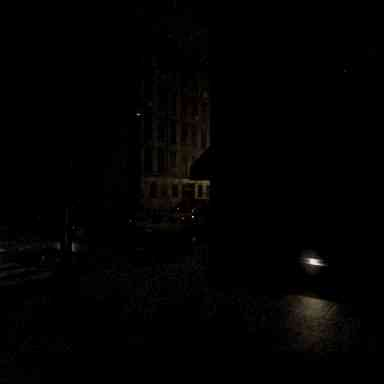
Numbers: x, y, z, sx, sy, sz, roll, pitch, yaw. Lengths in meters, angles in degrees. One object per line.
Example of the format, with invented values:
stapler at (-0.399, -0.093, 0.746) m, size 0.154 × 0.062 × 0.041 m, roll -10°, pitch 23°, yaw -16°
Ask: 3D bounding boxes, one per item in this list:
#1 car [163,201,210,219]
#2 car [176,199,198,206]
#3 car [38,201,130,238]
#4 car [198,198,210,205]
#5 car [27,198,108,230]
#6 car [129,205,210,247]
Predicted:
car at (-0.394, 1.522, 28.956) m, size 1.947 × 1.339 × 4.313 m, roll 0°, pitch 0°, yaw 36°
car at (0.613, 1.322, 25.992) m, size 2.097 × 1.767 × 4.553 m, roll 0°, pitch 0°, yaw 35°
car at (-5.222, 1.457, 17.823) m, size 1.882 × 1.535 × 5.008 m, roll 0°, pitch 0°, yaw 34°
car at (2.833, 1.314, 19.662) m, size 2.192 × 1.841 × 5.009 m, roll 0°, pitch 0°, yaw 36°
car at (-6.994, 1.282, 19.714) m, size 2.192 × 1.841 × 5.009 m, roll 0°, pitch 0°, yaw 36°
car at (-0.371, 1.530, 15.180) m, size 1.752 × 1.417 × 4.829 m, roll 0°, pitch 0°, yaw 36°
